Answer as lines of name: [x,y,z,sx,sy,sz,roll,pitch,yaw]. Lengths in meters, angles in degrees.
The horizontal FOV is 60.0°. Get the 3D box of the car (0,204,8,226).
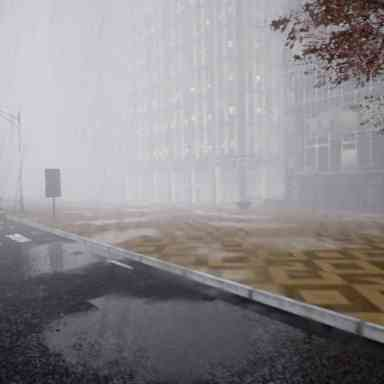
car: [-11.887,1.201,19.108,1.887,1.381,4.507,-3,2,-40]
